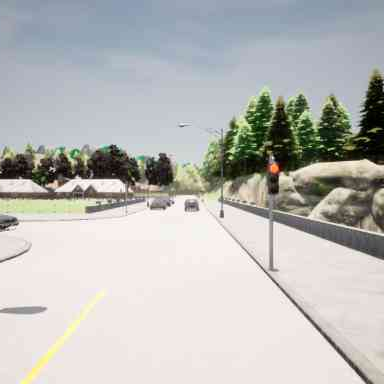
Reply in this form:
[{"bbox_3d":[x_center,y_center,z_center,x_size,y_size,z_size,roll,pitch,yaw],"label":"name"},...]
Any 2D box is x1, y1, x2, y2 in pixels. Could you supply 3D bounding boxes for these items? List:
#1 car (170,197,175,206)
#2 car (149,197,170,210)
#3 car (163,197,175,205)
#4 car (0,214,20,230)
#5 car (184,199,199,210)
[{"bbox_3d":[-4.265,1.547,52.382,2.033,1.411,5.357,0,0,-1],"label":"car"},{"bbox_3d":[-4.240,1.526,42.674,1.812,1.442,4.674,0,0,-1],"label":"car"},{"bbox_3d":[-4.263,1.601,62.194,1.895,1.301,4.718,0,0,0],"label":"car"},{"bbox_3d":[-12.962,1.547,19.162,5.357,1.411,2.033,0,0,0],"label":"car"},{"bbox_3d":[-0.030,1.547,42.177,2.033,1.411,5.357,0,0,0],"label":"car"}]
